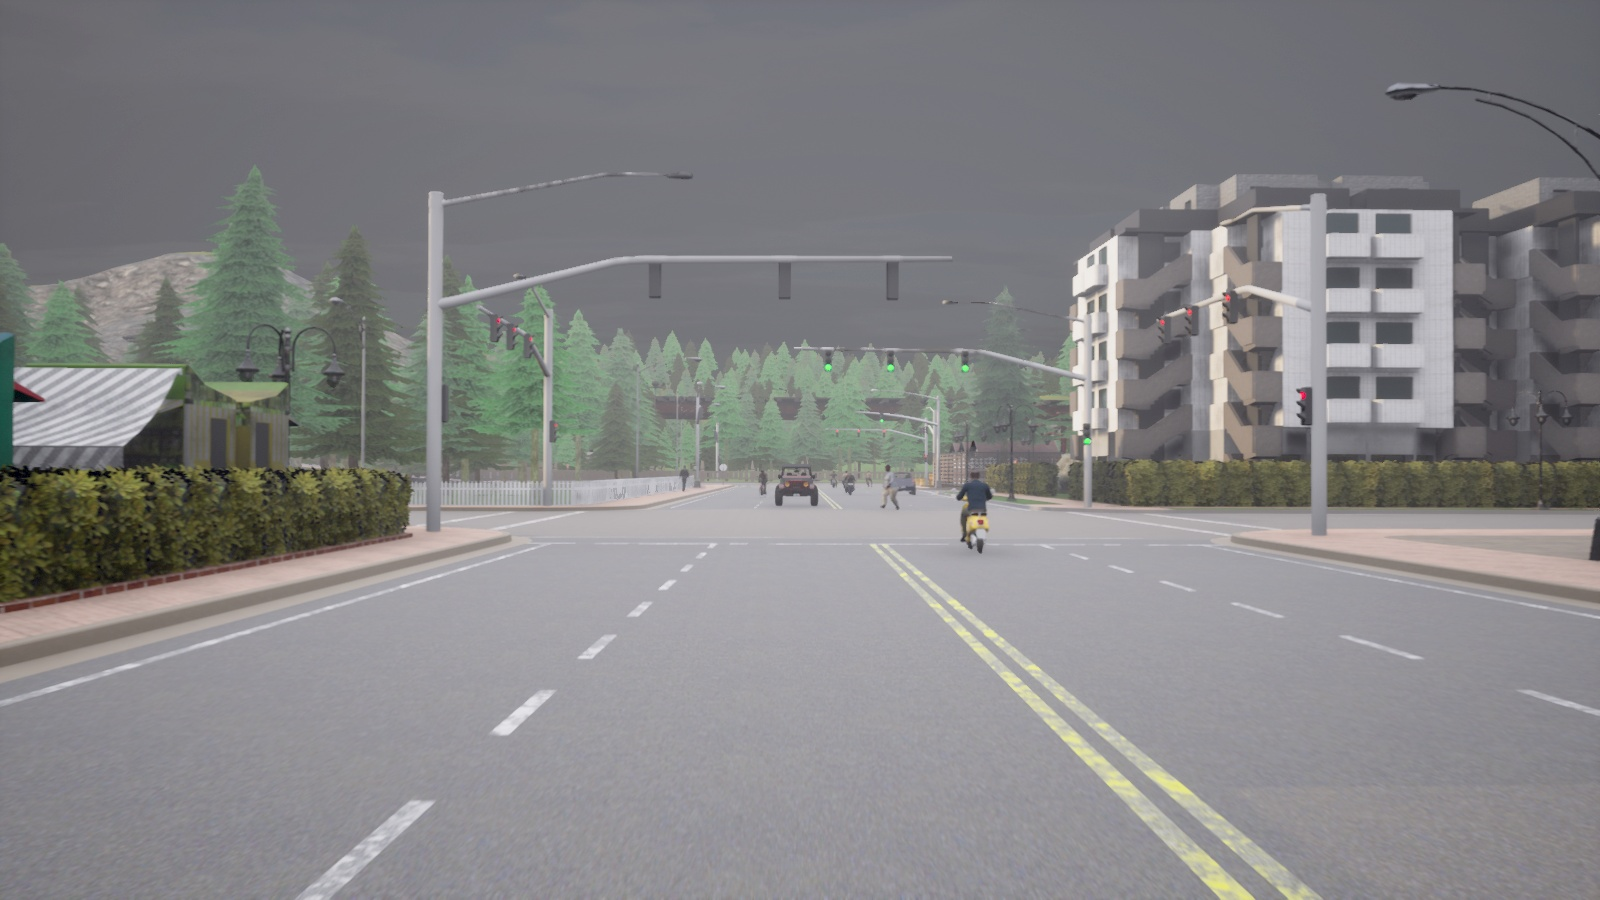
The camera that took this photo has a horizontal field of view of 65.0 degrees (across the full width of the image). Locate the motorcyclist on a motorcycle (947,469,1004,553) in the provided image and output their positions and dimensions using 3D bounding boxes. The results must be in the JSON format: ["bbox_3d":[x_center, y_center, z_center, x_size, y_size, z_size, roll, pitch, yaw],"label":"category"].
[{"bbox_3d":[3.439,1.169,24.768,0.866,1.590,1.817,0,-1,0],"label":"motorcyclist on a motorcycle"}]

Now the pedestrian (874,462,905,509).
[{"bbox_3d":[3.573,1.431,50.204,0.900,1.855,0.874,0,-1,-29],"label":"pedestrian"}]

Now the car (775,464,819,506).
[{"bbox_3d":[-0.141,1.571,57.359,1.905,1.878,3.866,0,-1,0],"label":"car"}]

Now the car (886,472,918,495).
[{"bbox_3d":[6.808,2.213,84.350,1.845,1.501,3.633,0,-1,0],"label":"car"}]
